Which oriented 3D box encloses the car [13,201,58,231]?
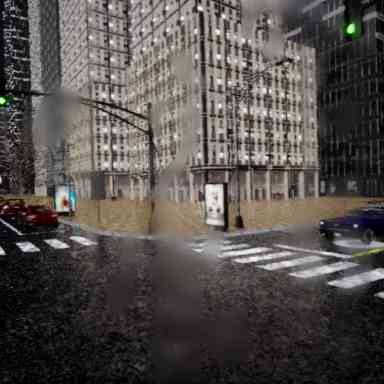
[{"bbox_3d":[-8.972,1.413,19.313,1.802,1.307,4.206,-2,1,-34],"label":"car"}]

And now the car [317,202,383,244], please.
[{"bbox_3d":[7.508,1.317,14.251,4.718,1.301,1.895,-1,0,-33],"label":"car"}]

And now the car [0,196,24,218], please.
[{"bbox_3d":[-15.219,1.254,28.435,1.967,1.590,4.097,-2,1,-34],"label":"car"}]

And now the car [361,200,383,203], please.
[{"bbox_3d":[10.889,1.166,19.873,4.403,1.369,2.008,-1,0,-35],"label":"car"}]
